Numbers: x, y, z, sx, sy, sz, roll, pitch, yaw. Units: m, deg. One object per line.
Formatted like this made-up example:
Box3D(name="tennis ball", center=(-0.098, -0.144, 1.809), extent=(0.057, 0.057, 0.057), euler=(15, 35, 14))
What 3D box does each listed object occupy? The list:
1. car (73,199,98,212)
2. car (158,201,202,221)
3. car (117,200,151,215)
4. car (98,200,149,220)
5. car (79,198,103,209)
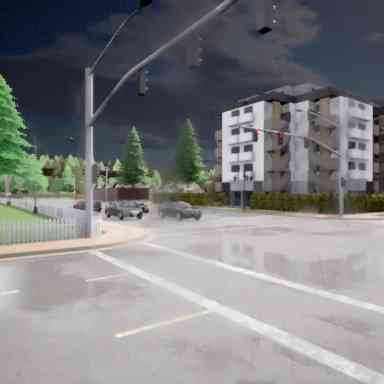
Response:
Box3D(name="car", center=(-11.386, 1.597, 36.227), extent=(1.895, 1.301, 4.718), euler=(0, 0, -34))
Box3D(name="car", center=(-1.094, 1.501, 27.290), extent=(1.837, 1.490, 4.892), euler=(0, 0, -34))
Box3D(name="car", center=(-6.083, 1.560, 34.651), extent=(1.994, 1.385, 4.181), euler=(0, 0, -33))
Box3D(name="car", center=(-5.814, 1.488, 28.009), extent=(2.128, 1.511, 4.902), euler=(0, 0, -34))
Box3D(name="car", center=(-14.189, 1.596, 46.695), extent=(1.895, 1.301, 4.718), euler=(0, 0, -34))
